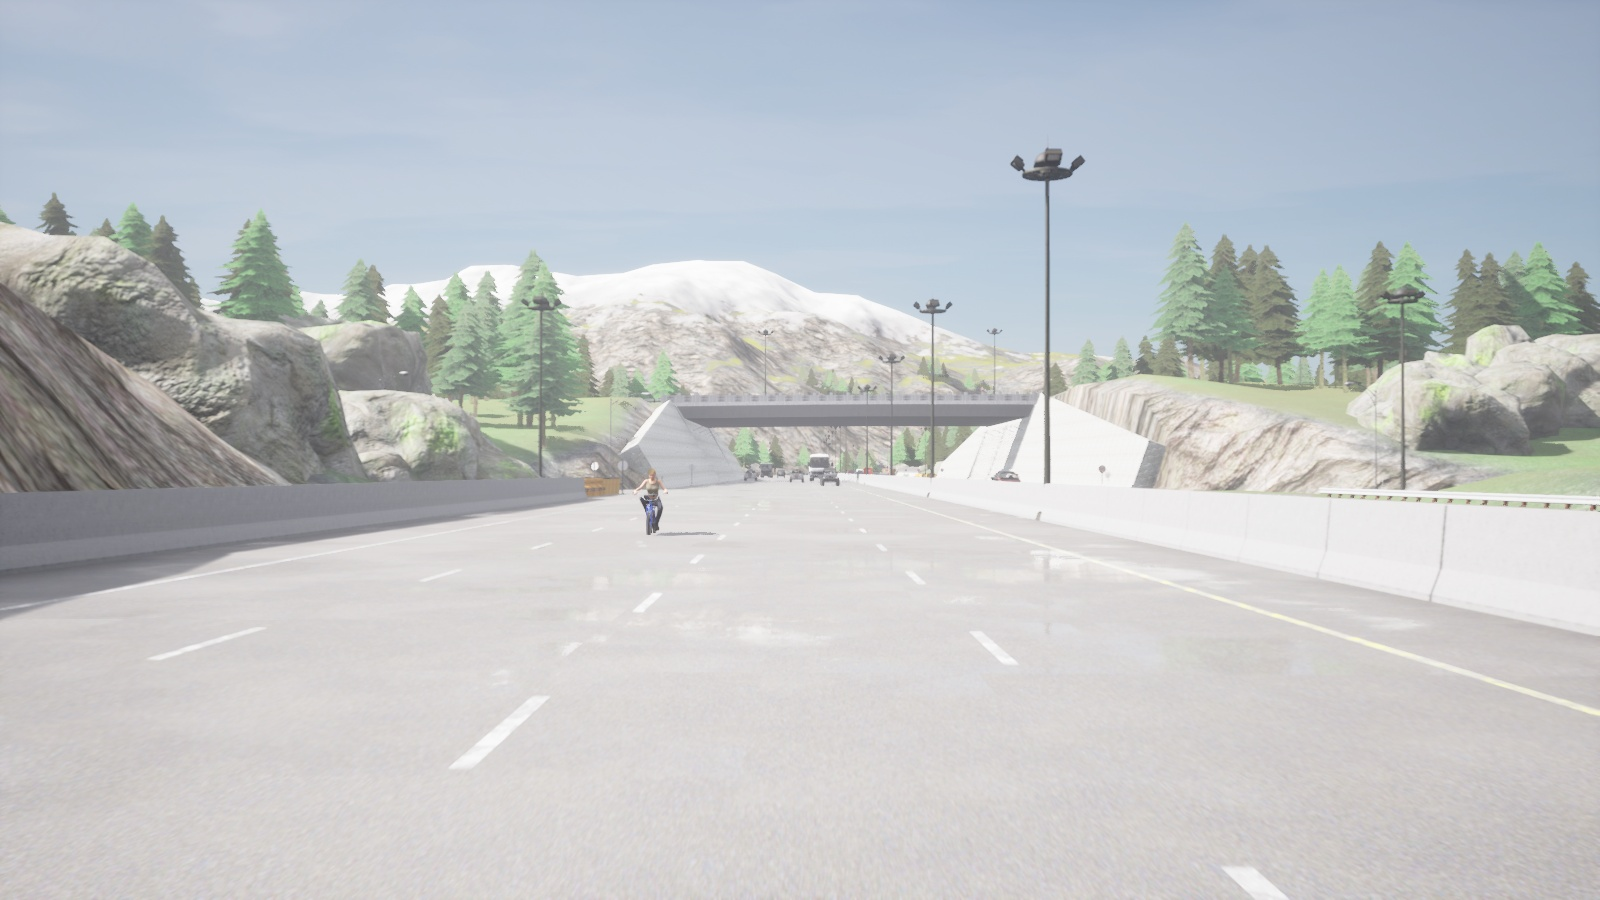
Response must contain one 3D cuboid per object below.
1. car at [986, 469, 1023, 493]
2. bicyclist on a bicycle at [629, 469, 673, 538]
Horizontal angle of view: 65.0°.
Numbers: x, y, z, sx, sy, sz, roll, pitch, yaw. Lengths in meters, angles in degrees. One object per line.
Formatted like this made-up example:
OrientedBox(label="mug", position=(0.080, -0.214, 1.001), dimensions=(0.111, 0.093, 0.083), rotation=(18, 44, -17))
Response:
OrientedBox(label="car", position=(13.794, 2.078, 84.827), dimensions=(1.851, 1.617, 3.988), rotation=(0, -1, 0))
OrientedBox(label="bicyclist on a bicycle", position=(-3.569, 1.272, 30.247), dimensions=(0.866, 1.612, 1.509), rotation=(0, -1, 0))
